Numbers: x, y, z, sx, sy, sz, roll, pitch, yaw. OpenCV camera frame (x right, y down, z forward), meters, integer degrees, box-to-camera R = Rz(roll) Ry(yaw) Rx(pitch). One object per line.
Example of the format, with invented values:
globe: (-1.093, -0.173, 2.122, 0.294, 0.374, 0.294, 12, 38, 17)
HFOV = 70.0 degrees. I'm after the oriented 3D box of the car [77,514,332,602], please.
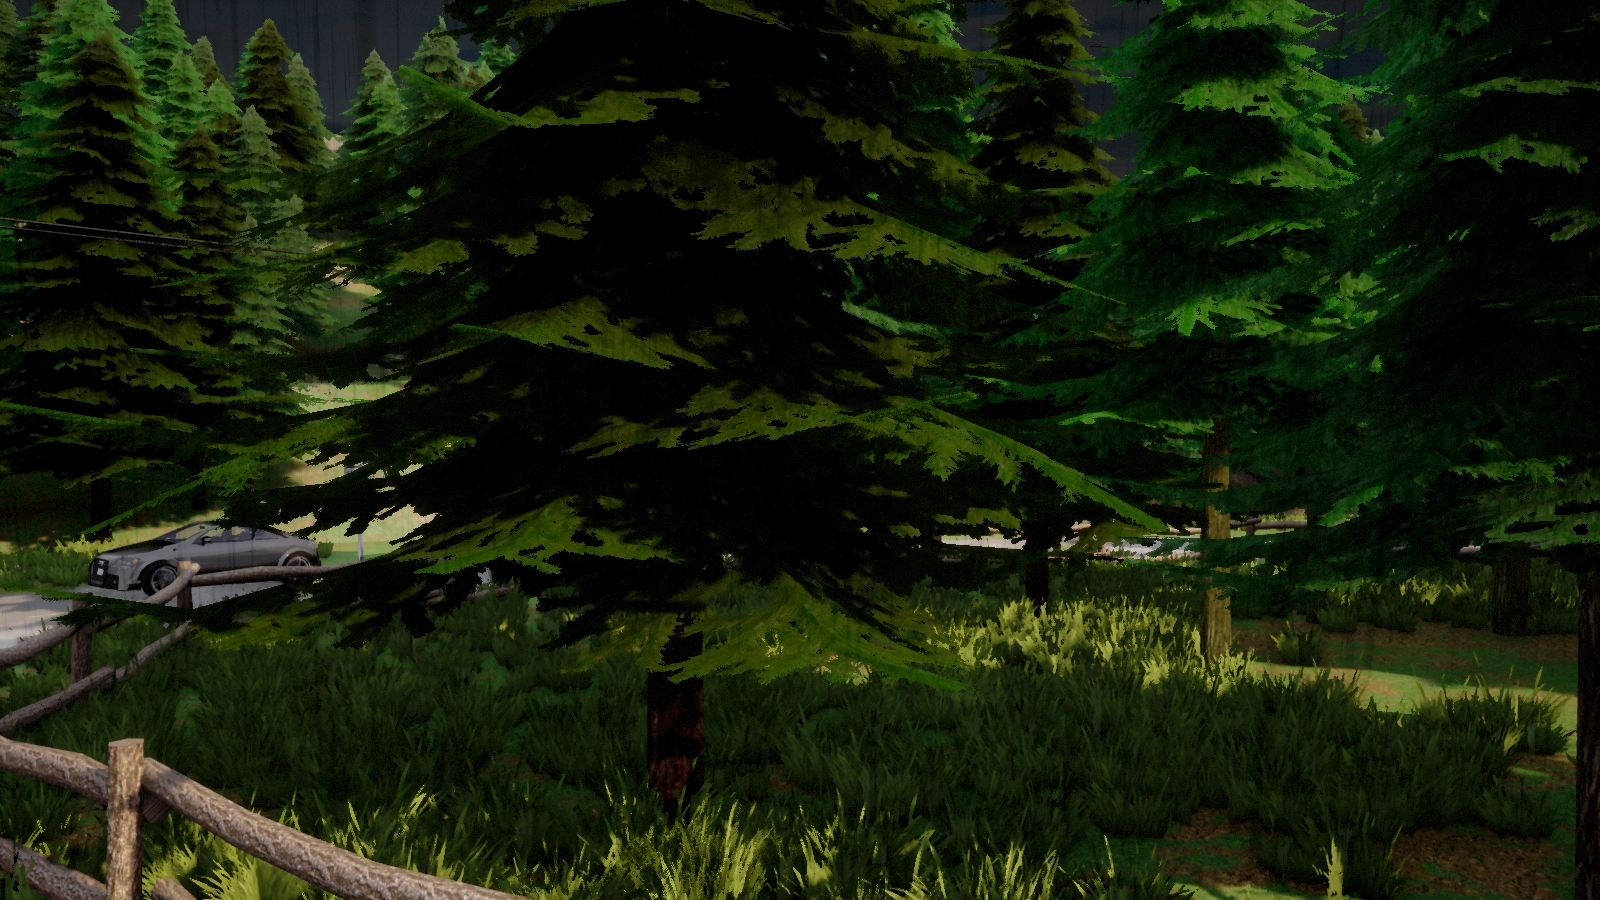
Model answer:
car: (-12.055, 2.119, 23.321, 1.994, 1.385, 4.181, 0, 0, 41)
